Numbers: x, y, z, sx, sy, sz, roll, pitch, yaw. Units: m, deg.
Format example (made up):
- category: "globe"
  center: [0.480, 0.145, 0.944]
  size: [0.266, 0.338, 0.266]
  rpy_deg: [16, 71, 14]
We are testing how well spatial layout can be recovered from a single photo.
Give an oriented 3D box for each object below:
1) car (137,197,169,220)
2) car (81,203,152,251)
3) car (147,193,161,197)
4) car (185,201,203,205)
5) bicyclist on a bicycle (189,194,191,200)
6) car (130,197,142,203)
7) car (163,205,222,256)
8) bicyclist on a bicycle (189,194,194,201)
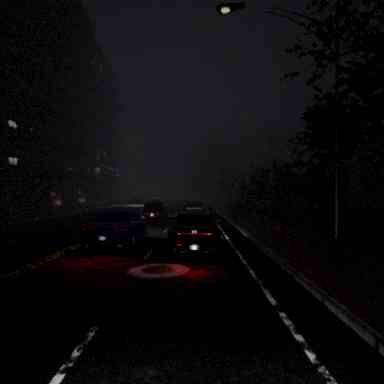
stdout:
- category: "car"
  center: [-3.050, 1.482, 28.028]
  size: [1.837, 1.490, 4.892]
  rpy_deg: [0, 0, 1]
- category: "car"
  center: [-3.124, 1.463, 14.172]
  size: [1.882, 1.535, 5.008]
  rpy_deg: [0, 0, 1]
- category: "car"
  center: [-6.431, 1.180, 57.424]
  size: [2.150, 2.045, 5.566]
  rpy_deg: [0, 0, 0]
- category: "car"
  center: [0.200, 1.468, 27.979]
  size: [2.128, 1.511, 4.902]
  rpy_deg: [0, 0, 1]
- category: "bicyclist on a bicycle"
  center: [-0.527, 1.378, 93.474]
  size: [0.582, 1.620, 1.656]
  rpy_deg: [0, 0, -4]
- category: "car"
  center: [-9.692, 1.522, 58.520]
  size: [1.994, 1.385, 4.181]
  rpy_deg: [0, 0, 0]
- category: "car"
  center: [0.112, 1.494, 13.005]
  size: [1.837, 1.490, 4.892]
  rpy_deg: [0, 0, 1]
- category: "bicyclist on a bicycle"
  center: [0.040, 1.388, 84.417]
  size: [0.582, 1.620, 1.656]
  rpy_deg: [0, 0, -3]
